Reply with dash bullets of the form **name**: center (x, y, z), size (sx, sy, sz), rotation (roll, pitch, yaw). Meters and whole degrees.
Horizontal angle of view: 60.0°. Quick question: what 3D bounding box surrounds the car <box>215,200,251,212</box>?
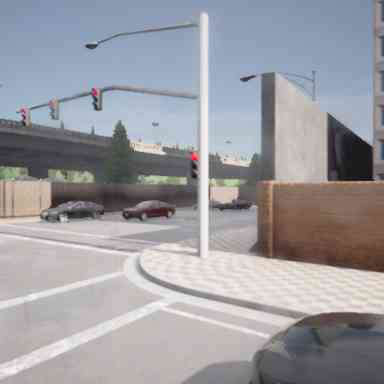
- **car**: center (5.001, 1.549, 38.466), size (1.895, 1.301, 4.718), rotation (0, 0, 36)

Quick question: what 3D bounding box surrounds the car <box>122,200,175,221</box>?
- **car**: center (-3.388, 1.426, 26.746), size (1.882, 1.535, 5.008), rotation (0, 0, 36)

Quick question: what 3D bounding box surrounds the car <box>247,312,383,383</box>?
- **car**: center (2.708, 1.505, 2.035), size (4.892, 1.490, 1.837), rotation (0, 0, 36)

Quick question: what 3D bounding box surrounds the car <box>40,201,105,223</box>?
- **car**: center (-8.875, 1.439, 25.090), size (2.128, 1.511, 4.902), rotation (0, 0, 36)

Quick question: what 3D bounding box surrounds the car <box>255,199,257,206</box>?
- **car**: center (11.971, 1.223, 54.066), size (2.097, 1.767, 4.553), rotation (0, 0, 36)

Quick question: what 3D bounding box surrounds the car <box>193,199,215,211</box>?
- **car**: center (1.954, 1.513, 40.220), size (1.994, 1.385, 4.181), rotation (0, 0, 36)
